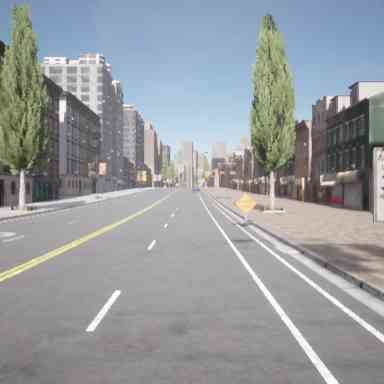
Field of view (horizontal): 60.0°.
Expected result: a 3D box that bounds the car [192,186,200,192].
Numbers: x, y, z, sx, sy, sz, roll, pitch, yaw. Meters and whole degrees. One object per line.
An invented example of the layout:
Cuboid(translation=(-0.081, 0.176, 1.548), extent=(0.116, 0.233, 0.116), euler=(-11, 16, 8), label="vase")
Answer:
Cuboid(translation=(1.135, -0.758, 89.775), extent=(2.097, 1.767, 4.553), euler=(0, 2, 0), label="car")

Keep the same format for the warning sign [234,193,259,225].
Cuboid(translation=(3.212, 0.979, 19.832), extent=(1.300, 1.860, 1.060), euler=(-1, 0, 0), label="warning sign")
